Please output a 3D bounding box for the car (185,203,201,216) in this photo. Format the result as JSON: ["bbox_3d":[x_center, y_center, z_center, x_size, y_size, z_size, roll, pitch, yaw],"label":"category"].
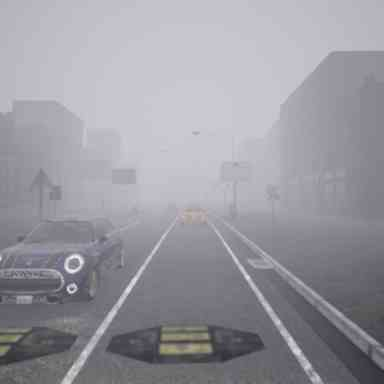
[{"bbox_3d":[0.112,2.089,41.240,1.837,1.490,4.892,0,-2,0],"label":"car"}]

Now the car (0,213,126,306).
[{"bbox_3d":[-3.097,1.412,8.393,2.097,1.767,4.553,0,0,0],"label":"car"}]

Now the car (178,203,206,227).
[{"bbox_3d":[0.107,1.672,24.787,1.801,1.575,5.366,0,-1,0],"label":"car"}]

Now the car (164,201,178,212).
[{"bbox_3d":[-3.056,2.173,51.405,2.097,1.767,4.553,0,-1,0],"label":"car"}]
